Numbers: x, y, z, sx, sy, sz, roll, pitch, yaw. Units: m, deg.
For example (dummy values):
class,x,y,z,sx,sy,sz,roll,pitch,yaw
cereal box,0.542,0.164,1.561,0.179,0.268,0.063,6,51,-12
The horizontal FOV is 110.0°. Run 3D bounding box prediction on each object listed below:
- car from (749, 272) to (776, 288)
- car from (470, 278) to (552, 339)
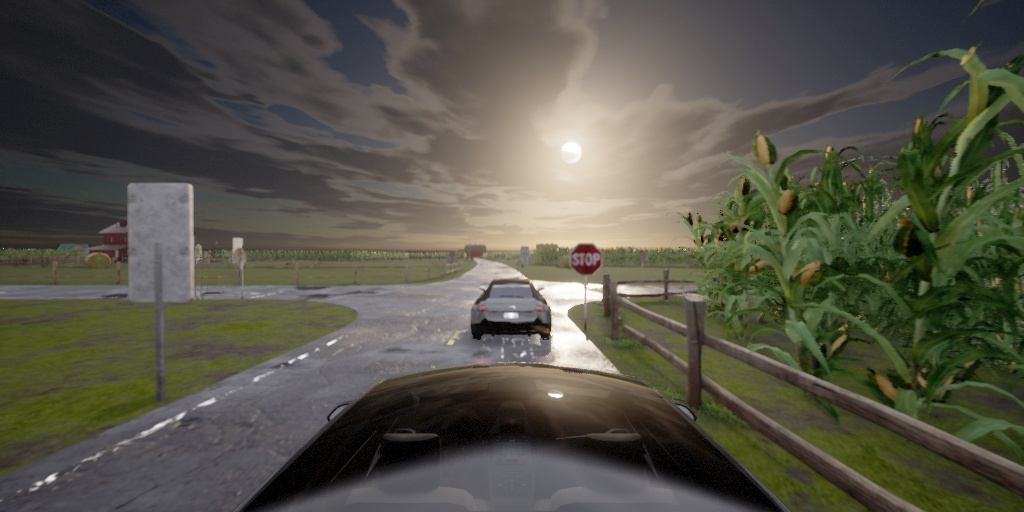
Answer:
class,x,y,z,sx,sy,sz,roll,pitch,yaw
car,17.645,1.414,24.308,4.181,1.385,1.994,0,1,-7
car,-0.011,1.312,10.096,1.994,1.385,4.181,0,0,0
